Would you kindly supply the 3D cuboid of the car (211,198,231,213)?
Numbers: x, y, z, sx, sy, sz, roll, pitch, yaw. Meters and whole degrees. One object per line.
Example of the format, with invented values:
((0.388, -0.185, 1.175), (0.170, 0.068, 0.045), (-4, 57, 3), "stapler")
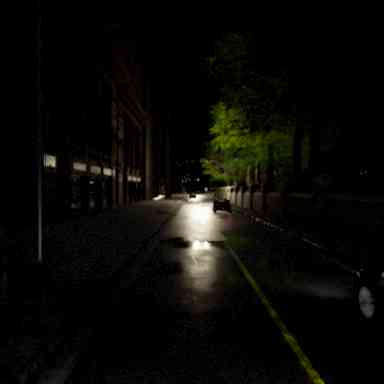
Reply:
((3.160, 1.427, 36.178), (2.128, 1.511, 4.902), (0, 0, 0), "car")

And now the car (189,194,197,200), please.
((0.185, 1.081, 79.736), (2.033, 1.411, 5.357), (0, 1, 0), "car")

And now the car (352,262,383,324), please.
((3.903, 1.519, 4.283), (1.837, 1.490, 4.892), (0, 0, 0), "car")
